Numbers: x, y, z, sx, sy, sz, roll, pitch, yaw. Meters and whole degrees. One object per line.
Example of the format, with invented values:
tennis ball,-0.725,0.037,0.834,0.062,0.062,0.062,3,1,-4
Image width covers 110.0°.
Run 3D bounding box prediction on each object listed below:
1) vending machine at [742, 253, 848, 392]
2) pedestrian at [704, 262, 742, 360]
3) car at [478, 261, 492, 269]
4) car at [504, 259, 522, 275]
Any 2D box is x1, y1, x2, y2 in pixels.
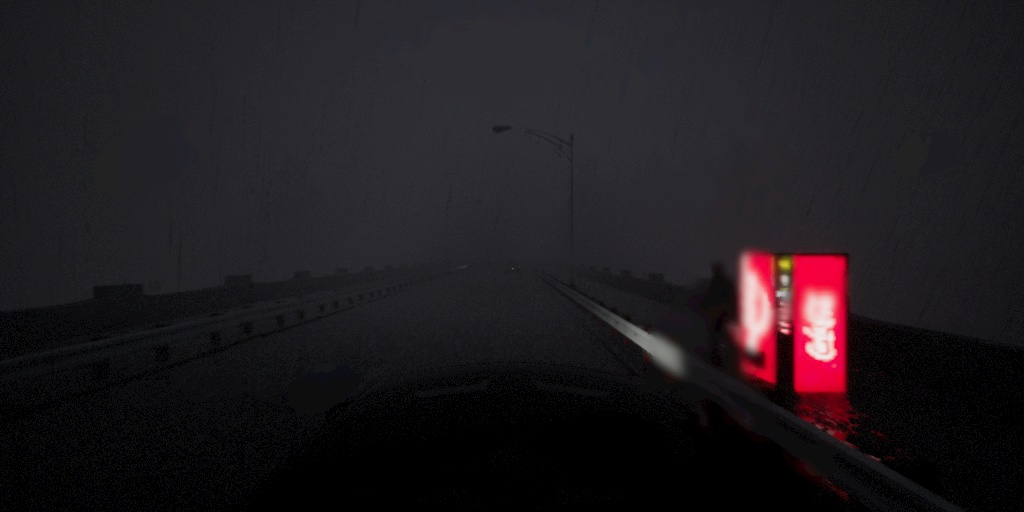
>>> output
vending machine,4.300,0.944,5.548,1.100,2.100,0.880,0,0,0
pedestrian,3.812,0.938,6.484,0.375,1.860,0.375,0,0,0
car,-4.040,1.332,53.628,1.895,1.301,4.718,0,0,1
car,0.100,1.299,39.678,1.994,1.385,4.181,0,0,0
